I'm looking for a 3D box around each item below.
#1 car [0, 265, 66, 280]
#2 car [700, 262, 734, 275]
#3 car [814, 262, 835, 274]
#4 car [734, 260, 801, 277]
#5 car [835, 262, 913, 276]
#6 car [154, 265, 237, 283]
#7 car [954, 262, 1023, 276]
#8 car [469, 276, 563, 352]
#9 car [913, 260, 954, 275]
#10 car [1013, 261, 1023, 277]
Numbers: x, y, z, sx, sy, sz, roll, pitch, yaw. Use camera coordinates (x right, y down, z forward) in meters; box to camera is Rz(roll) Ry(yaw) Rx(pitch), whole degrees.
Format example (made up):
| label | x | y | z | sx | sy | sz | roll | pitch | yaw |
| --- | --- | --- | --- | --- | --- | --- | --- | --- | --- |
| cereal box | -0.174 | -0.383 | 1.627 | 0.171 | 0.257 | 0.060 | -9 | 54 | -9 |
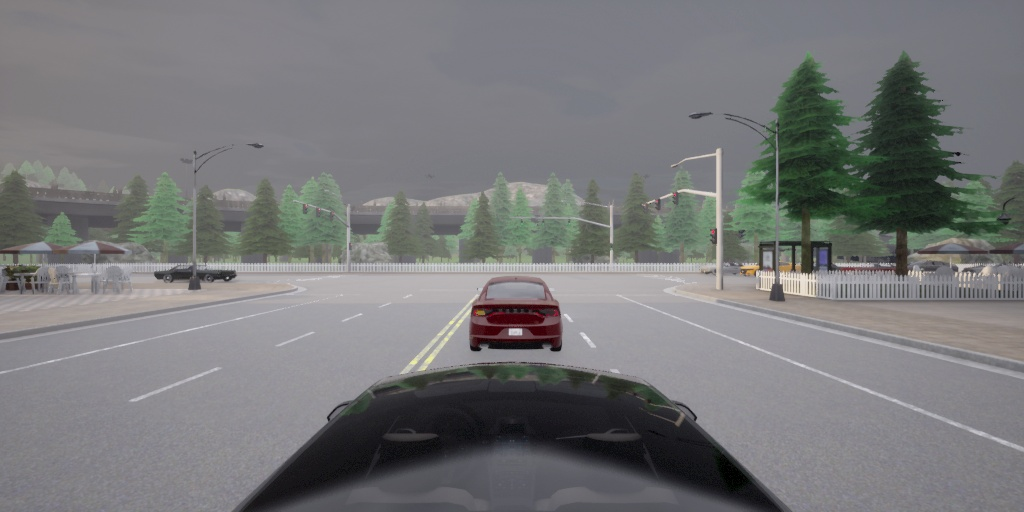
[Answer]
| label | x | y | z | sx | sy | sz | roll | pitch | yaw |
| --- | --- | --- | --- | --- | --- | --- | --- | --- | --- |
| car | -35.766 | 1.292 | 26.221 | 4.718 | 1.301 | 1.895 | 0 | 0 | -3 |
| car | 21.882 | 1.291 | 36.634 | 4.718 | 1.301 | 1.895 | 0 | 0 | 1 |
| car | 31.050 | 1.291 | 36.485 | 4.718 | 1.301 | 1.895 | 0 | 0 | 2 |
| car | 23.818 | 1.168 | 33.102 | 5.008 | 1.535 | 1.882 | 0 | 0 | 1 |
| car | 33.121 | 1.291 | 32.910 | 4.718 | 1.301 | 1.895 | 0 | 0 | 2 |
| car | -23.021 | 1.292 | 26.255 | 4.718 | 1.301 | 1.895 | 0 | 0 | 0 |
| car | 43.004 | 1.254 | 31.763 | 4.181 | 1.385 | 1.994 | 0 | 0 | 14 |
| car | 0.103 | 1.227 | 8.978 | 1.882 | 1.535 | 5.008 | 0 | 0 | 1 |
| car | 40.969 | 1.195 | 35.684 | 4.892 | 1.490 | 1.837 | 0 | 0 | 10 |
| car | 50.983 | 1.238 | 33.029 | 5.357 | 1.411 | 2.033 | 0 | 0 | 22 |
